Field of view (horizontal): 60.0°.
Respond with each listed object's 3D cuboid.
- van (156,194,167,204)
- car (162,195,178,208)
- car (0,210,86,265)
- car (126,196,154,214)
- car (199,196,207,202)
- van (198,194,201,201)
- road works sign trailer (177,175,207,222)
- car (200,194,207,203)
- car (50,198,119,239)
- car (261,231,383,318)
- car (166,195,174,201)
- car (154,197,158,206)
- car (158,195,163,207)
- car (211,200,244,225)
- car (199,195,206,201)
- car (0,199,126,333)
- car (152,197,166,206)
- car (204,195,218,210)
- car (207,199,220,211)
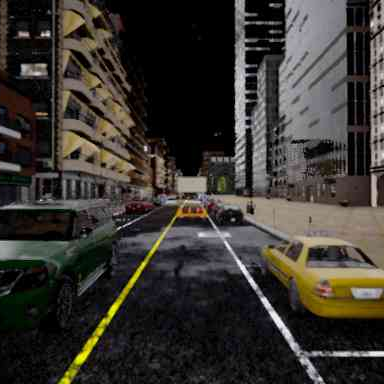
[{"bbox_3d":[-5.686,1.375,62.974,1.690,1.788,3.998,1,0,0],"label":"van"},{"bbox_3d":[-3.073,1.550,50.156,1.812,1.442,4.674,0,0,0],"label":"car"},{"bbox_3d":[-5.680,1.530,12.677,1.752,1.417,4.829,1,0,0],"label":"car"},{"bbox_3d":[-5.681,1.331,35.125,2.192,1.841,5.009,1,0,0],"label":"car"},{"bbox_3d":[2.688,1.627,79.682,1.802,1.307,4.206,1,0,0],"label":"car"},{"bbox_3d":[2.694,1.379,68.544,1.690,1.788,3.998,1,0,0],"label":"van"},{"bbox_3d":[-0.006,0.476,26.250,2.380,3.560,2.880,0,0,0],"label":"road works sign trailer"},{"bbox_3d":[2.695,1.466,51.835,1.967,1.590,4.097,1,0,0],"label":"car"},{"bbox_3d":[-5.678,1.322,18.417,2.192,1.841,5.009,1,0,0],"label":"car"},{"bbox_3d":[2.701,1.528,7.448,1.752,1.417,4.829,1,0,0],"label":"car"},{"bbox_3d":[-5.692,1.575,85.083,1.752,1.417,4.829,1,0,0],"label":"car"},{"bbox_3d":[-5.686,1.564,40.695,1.887,1.381,4.507,1,0,0],"label":"car"},{"bbox_3d":[-5.687,1.592,51.834,1.947,1.339,4.313,1,0,0],"label":"car"},{"bbox_3d":[2.698,1.561,23.987,2.008,1.369,4.403,1,0,0],"label":"car"},{"bbox_3d":[2.688,1.575,85.422,1.752,1.417,4.829,1,0,0],"label":"car"},{"bbox_3d":[-3.102,1.224,7.131,2.150,2.045,5.566,0,0,0],"label":"car"},{"bbox_3d":[-5.688,1.580,57.404,2.008,1.369,4.403,1,0,0],"label":"car"},{"bbox_3d":[2.696,1.459,40.695,1.967,1.590,4.097,1,0,0],"label":"car"},{"bbox_3d":[2.697,1.564,29.555,2.008,1.369,4.403,1,0,0],"label":"car"}]
